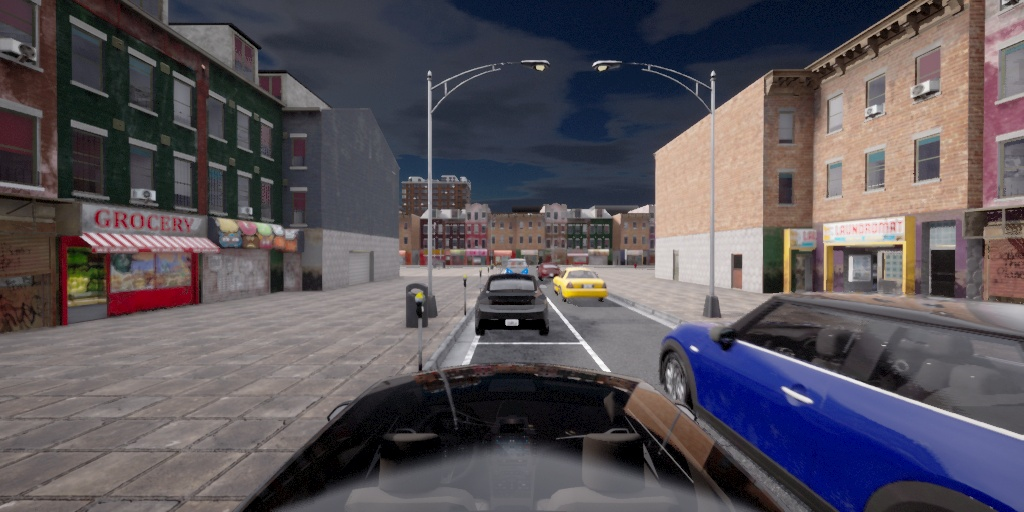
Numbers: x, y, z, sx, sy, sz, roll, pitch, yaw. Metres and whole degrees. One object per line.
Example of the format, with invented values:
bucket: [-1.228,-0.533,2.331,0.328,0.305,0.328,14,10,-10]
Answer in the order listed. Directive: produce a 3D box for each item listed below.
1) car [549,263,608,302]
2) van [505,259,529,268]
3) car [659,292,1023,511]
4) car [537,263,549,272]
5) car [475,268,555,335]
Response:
car: [3.020,1.205,16.825,1.801,1.575,5.366,0,0,0]
van: [0.382,1.095,27.349,1.690,1.789,3.998,0,0,0]
car: [3.113,1.101,3.201,2.097,1.767,4.553,0,0,0]
car: [3.103,1.281,30.118,1.812,1.442,4.674,0,0,0]
car: [0.000,1.253,10.501,1.837,1.490,4.892,0,0,0]
